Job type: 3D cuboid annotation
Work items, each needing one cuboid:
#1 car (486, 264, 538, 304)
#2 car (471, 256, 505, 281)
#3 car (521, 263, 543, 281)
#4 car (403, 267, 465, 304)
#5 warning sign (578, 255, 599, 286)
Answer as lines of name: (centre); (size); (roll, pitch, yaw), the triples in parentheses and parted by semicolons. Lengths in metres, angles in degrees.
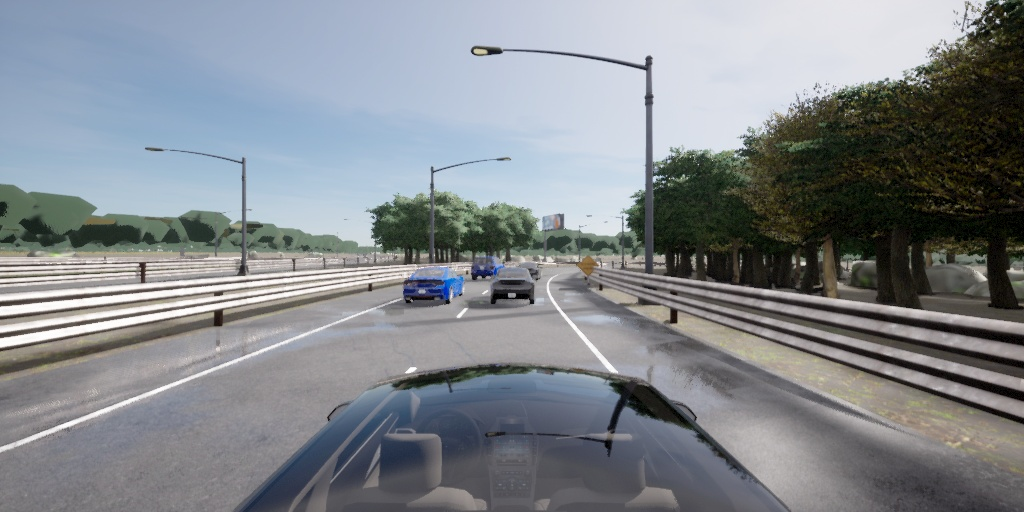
car: (0.088, 1.271, 16.299); (1.837, 1.490, 4.892); (0, 0, 2)
car: (-1.966, 1.062, 31.180); (2.150, 2.045, 5.566); (0, 0, 9)
car: (1.486, 1.314, 30.602); (1.837, 1.490, 4.892); (0, 0, 9)
car: (-3.409, 1.240, 16.432); (1.882, 1.535, 5.008); (0, 0, 2)
warning sign: (4.618, 0.875, 21.673); (1.300, 1.860, 1.060); (0, 0, 5)
